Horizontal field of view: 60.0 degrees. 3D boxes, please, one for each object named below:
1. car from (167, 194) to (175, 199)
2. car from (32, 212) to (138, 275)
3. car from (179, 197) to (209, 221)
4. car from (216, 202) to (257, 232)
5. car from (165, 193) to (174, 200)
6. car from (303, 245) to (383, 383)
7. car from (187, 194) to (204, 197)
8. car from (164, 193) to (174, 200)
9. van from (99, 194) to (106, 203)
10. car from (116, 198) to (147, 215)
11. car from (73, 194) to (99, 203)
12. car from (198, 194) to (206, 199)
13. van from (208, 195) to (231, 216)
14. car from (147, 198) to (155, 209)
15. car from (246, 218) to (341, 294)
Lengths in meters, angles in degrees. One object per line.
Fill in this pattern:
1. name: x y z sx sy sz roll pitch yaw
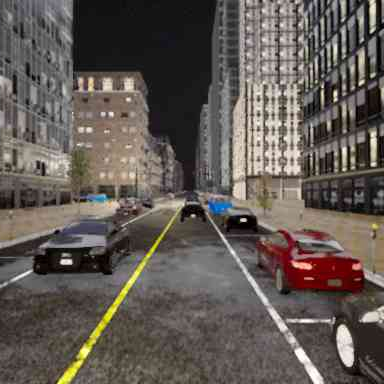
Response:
1. car: -5.714 1.216 91.139 1.802 1.307 4.206 1 0 0
2. car: -3.104 1.531 10.208 1.994 1.385 4.181 0 0 0
3. car: 0.090 1.420 25.805 1.837 1.490 4.892 0 0 0
4. car: 2.692 1.503 19.510 1.947 1.339 4.313 1 0 0
5. car: -5.710 1.103 85.488 1.967 1.590 4.097 1 0 0
6. car: 2.699 1.542 2.779 2.008 1.369 4.403 1 0 0
7. car: 0.085 1.210 40.838 2.097 1.767 4.553 0 0 0
8. car: -5.711 1.272 79.835 1.802 1.307 4.206 1 0 0
9. van: -19.761 1.269 68.700 3.998 1.788 1.690 0 0 1
10. car: -5.690 1.337 30.671 1.967 1.590 4.097 1 0 0
11. car: -19.866 1.398 60.319 4.403 1.369 2.008 0 0 1
12. car: 2.666 1.185 91.141 2.008 1.369 4.403 1 0 0
13. van: 2.691 1.238 30.664 1.690 1.788 3.998 1 0 0
14. car: -5.696 1.419 41.821 1.947 1.339 4.313 1 0 0
15. car: 2.696 1.556 8.357 1.802 1.307 4.206 1 0 0
